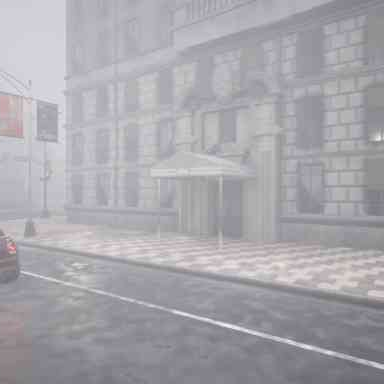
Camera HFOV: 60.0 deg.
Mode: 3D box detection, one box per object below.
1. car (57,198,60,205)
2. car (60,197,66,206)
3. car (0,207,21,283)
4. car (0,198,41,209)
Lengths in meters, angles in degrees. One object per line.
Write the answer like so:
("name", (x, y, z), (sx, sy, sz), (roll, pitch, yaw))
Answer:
("car", (-18.728, 1.221, 53.303), (2.150, 2.045, 5.566), (0, 0, 36))
("car", (-16.731, 1.478, 50.082), (1.882, 1.535, 5.008), (0, 0, 36))
("car", (-6.408, 1.352, 8.449), (4.553, 1.767, 2.097), (0, 0, 35))
("car", (-21.838, 1.564, 42.930), (1.994, 1.385, 4.181), (0, 0, 35))
